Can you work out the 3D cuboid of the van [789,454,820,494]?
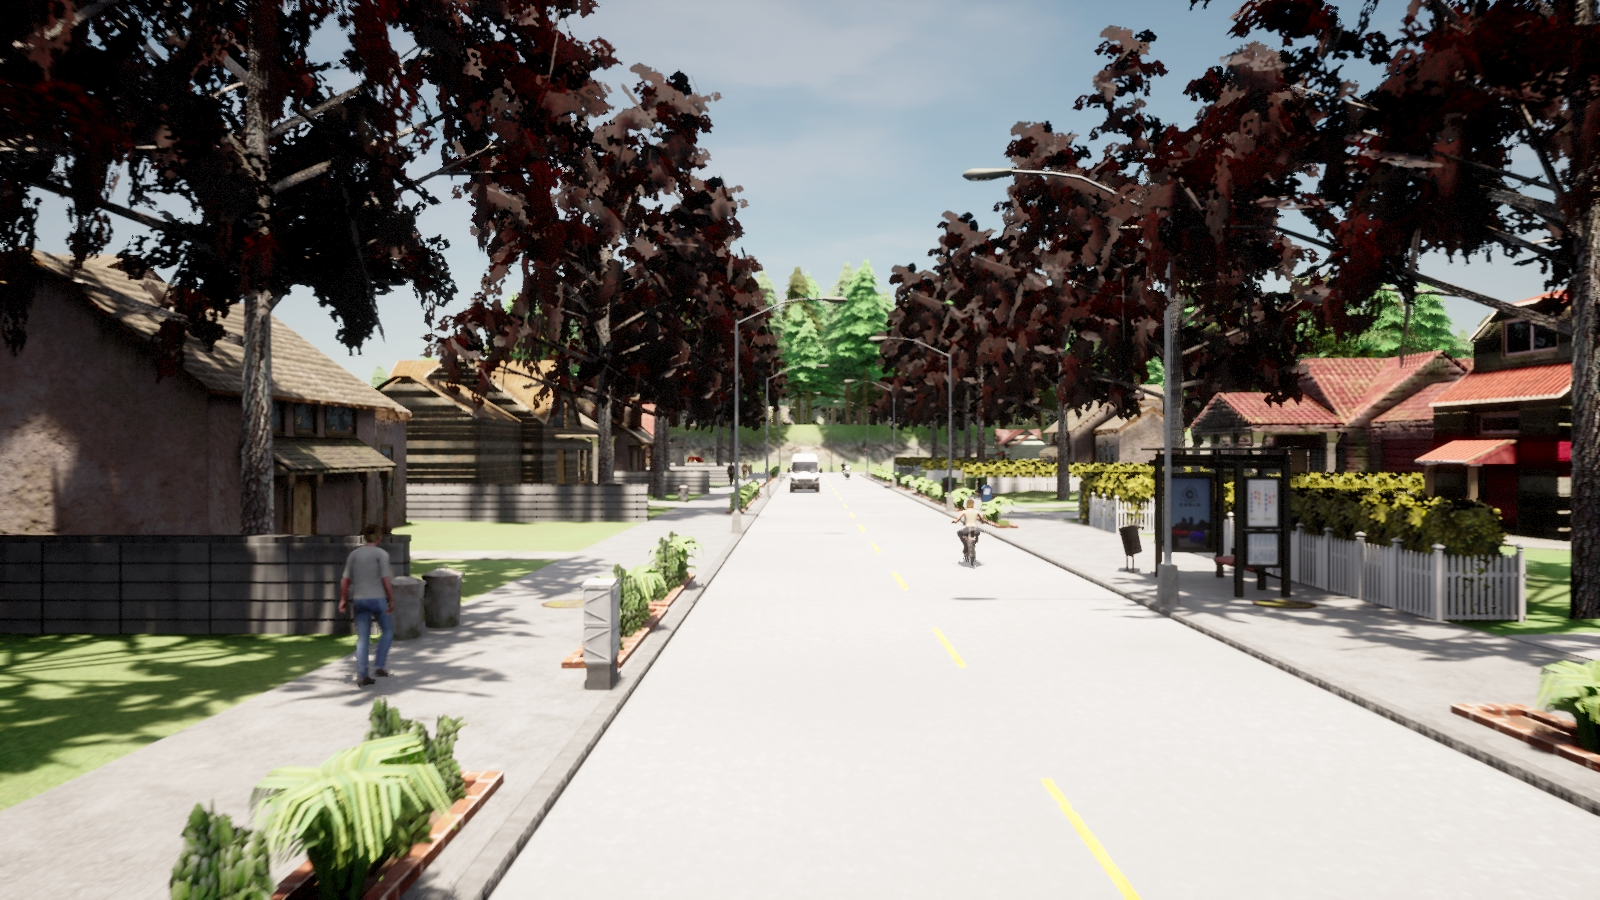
[{"bbox_3d":[0.327,1.535,76.106,1.988,2.561,5.915,0,0,0],"label":"van"}]

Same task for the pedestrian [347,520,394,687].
[{"bbox_3d":[-4.924,1.743,13.110,0.375,1.860,0.375,0,0,9],"label":"pedestrian"}]

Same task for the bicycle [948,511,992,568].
[{"bbox_3d":[4.142,2.158,27.905,0.859,1.276,1.487,0,0,0],"label":"bicycle"}]
